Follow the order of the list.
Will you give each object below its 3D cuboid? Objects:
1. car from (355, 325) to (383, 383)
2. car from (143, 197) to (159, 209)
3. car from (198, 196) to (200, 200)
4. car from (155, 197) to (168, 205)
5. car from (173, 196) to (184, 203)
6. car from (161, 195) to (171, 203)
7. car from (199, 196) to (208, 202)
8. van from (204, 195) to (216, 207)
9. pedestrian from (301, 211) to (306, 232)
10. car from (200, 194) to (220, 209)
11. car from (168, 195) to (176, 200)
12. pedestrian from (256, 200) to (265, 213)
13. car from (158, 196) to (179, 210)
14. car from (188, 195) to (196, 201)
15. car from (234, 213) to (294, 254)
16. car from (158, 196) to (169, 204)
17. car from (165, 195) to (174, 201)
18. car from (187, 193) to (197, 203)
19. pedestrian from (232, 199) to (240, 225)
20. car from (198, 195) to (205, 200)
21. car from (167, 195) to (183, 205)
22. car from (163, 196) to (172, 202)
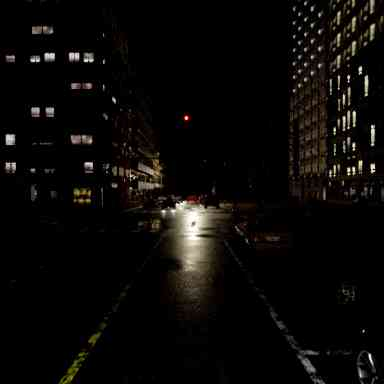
[{"bbox_3d":[2.686,1.566,1.957,1.947,1.339,4.313,0,0,0],"label":"car"},{"bbox_3d":[-5.689,1.574,45.636,2.008,1.369,4.403,0,0,0],"label":"car"},{"bbox_3d":[2.692,1.372,67.741,2.192,1.841,5.009,0,0,0],"label":"car"},{"bbox_3d":[-5.688,1.598,62.216,2.008,1.369,4.403,0,0,0],"label":"car"},{"bbox_3d":[-2.994,1.591,75.046,2.128,1.511,4.902,0,0,0],"label":"car"},{"bbox_3d":[-5.687,1.508,73.270,1.967,1.590,4.097,0,0,0],"label":"car"},{"bbox_3d":[2.694,1.623,78.795,1.887,1.381,4.507,0,0,0],"label":"car"},{"bbox_3d":[2.690,1.372,51.162,1.690,1.788,3.998,0,0,0],"label":"van"},{"bbox_3d":[6.054,1.525,17.651,0.500,1.100,0.500,0,0,0],"label":"pedestrian"},{"bbox_3d":[2.690,1.339,45.636,2.192,1.841,5.009,0,0,0],"label":"car"},{"bbox_3d":[-5.684,1.639,95.206,1.752,1.417,4.829,0,0,0],"label":"car"},{"bbox_3d":[3.807,1.298,18.588,0.375,1.860,0.375,0,0,0],"label":"pedestrian"},{"bbox_3d":[-3.118,1.570,44.544,2.033,1.411,5.357,0,0,-4],"label":"car"},{"bbox_3d":[0.009,1.544,84.829,2.033,1.411,5.357,0,0,0],"label":"car"},{"bbox_3d":[2.688,1.527,13.393,1.752,1.417,4.829,0,0,0],"label":"car"},{"bbox_3d":[-5.687,1.602,67.742,1.887,1.381,4.507,0,0,0],"label":"car"},{"bbox_3d":[-5.686,1.530,84.323,1.967,1.590,4.097,0,0,0],"label":"car"},{"bbox_3d":[0.007,1.295,74.442,2.150,2.045,5.566,0,0,0],"label":"car"},{"bbox_3d":[2.545,1.298,19.103,0.375,1.860,0.375,0,0,0],"label":"pedestrian"},{"bbox_3d":[2.696,1.640,95.545,1.752,1.417,4.829,0,0,0],"label":"car"},{"bbox_3d":[-3.061,1.590,59.587,2.033,1.411,5.357,0,0,0],"label":"car"},{"bbox_3d":[-5.686,1.661,78.796,1.802,1.307,4.206,0,0,0],"label":"car"}]
